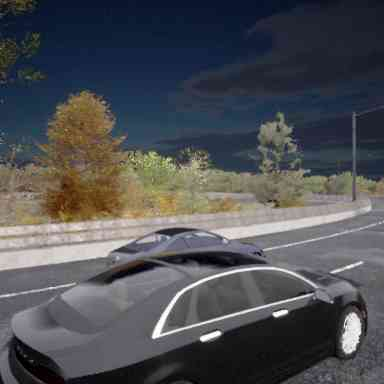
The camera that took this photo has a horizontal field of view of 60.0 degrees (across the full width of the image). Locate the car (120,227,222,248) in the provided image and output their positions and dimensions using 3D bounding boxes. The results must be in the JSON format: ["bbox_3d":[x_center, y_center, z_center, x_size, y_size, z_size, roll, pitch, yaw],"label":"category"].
[{"bbox_3d":[-0.012,1.583,8.387,4.181,1.385,1.994,0,0,-38],"label":"car"}]

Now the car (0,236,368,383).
[{"bbox_3d":[0.389,1.513,4.230,4.892,1.490,1.837,0,0,-37],"label":"car"}]
